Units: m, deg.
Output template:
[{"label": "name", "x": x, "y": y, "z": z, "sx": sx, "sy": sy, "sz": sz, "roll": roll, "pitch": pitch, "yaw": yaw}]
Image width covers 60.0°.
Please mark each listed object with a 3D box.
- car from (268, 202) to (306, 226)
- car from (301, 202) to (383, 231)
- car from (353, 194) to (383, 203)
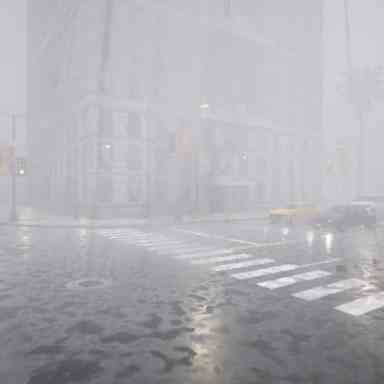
[{"label": "car", "x": 7.559, "y": 1.475, "z": 23.750, "sx": 5.008, "sy": 1.535, "sz": 1.882, "roll": 0, "pitch": 0, "yaw": -35}, {"label": "car", "x": 9.538, "y": 1.545, "z": 20.868, "sx": 5.357, "sy": 1.411, "sz": 2.033, "roll": 0, "pitch": 0, "yaw": -35}, {"label": "car", "x": 15.940, "y": 1.218, "z": 29.526, "sx": 5.566, "sy": 2.045, "sz": 2.150, "roll": 0, "pitch": 0, "yaw": -34}]
